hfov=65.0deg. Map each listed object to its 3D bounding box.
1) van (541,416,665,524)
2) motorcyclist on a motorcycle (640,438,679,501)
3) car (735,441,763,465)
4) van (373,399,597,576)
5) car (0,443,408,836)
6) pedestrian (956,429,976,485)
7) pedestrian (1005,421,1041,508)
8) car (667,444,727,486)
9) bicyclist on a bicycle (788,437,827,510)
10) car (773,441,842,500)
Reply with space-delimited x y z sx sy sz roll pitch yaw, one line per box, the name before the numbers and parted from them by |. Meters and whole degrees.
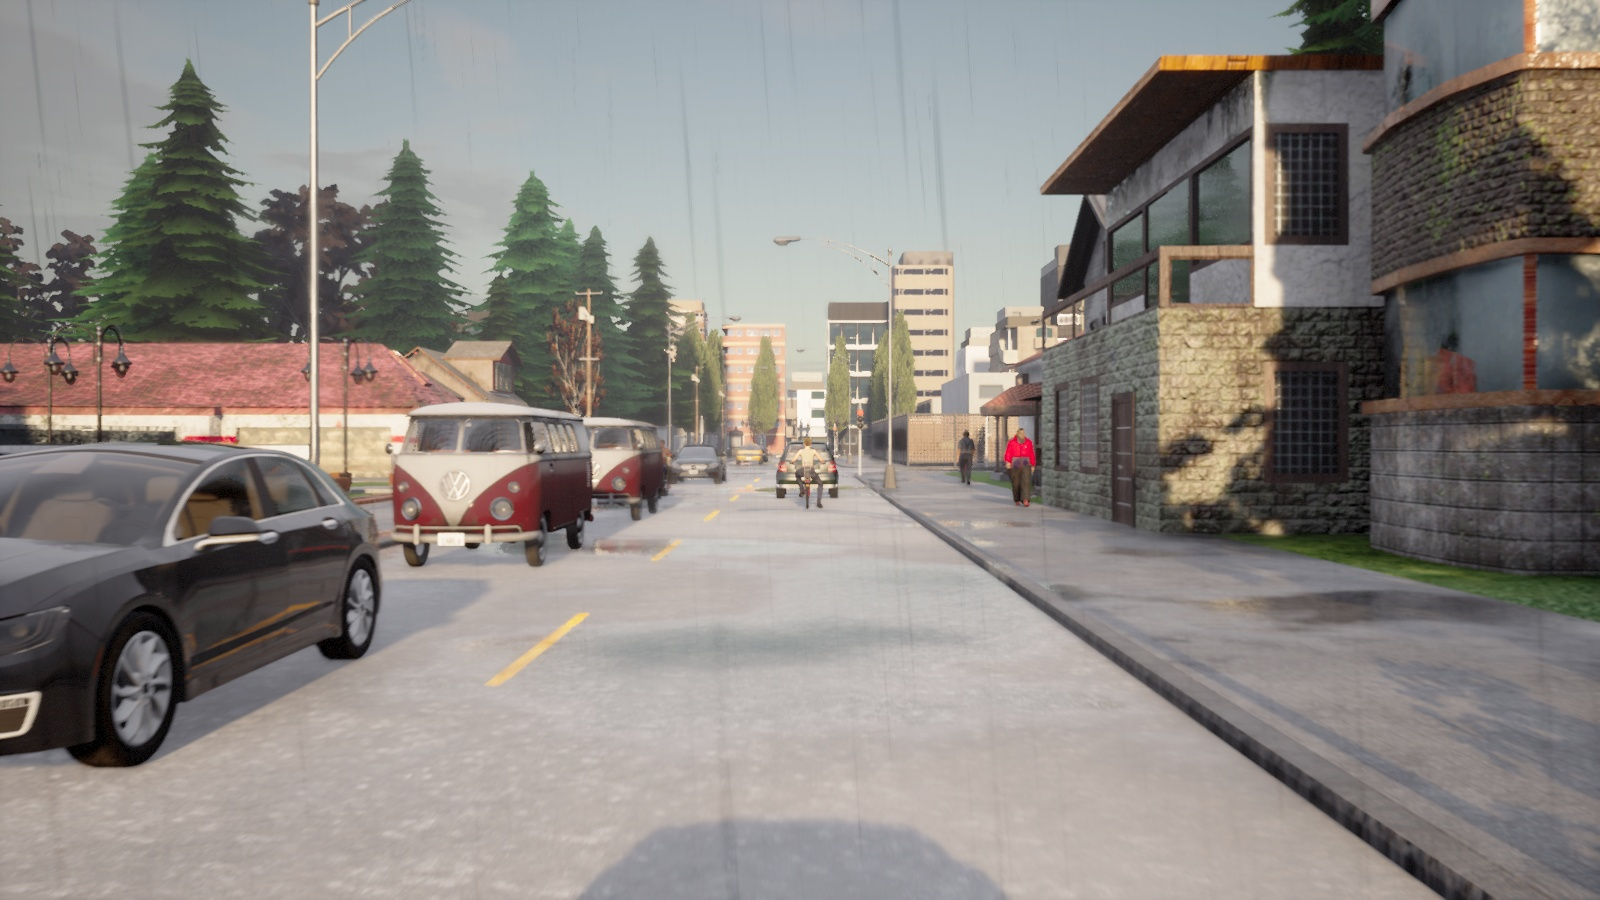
van | -3.849 0.354 25.215 1.775 1.987 4.442 0 0 0
motorcyclist on a motorcycle | -3.803 0.501 34.144 0.766 1.649 2.350 0 0 0
car | -3.522 0.186 88.076 1.801 1.575 5.366 0 0 -1
van | -3.896 0.404 16.320 1.775 1.987 4.442 0 0 0
car | -3.946 0.707 7.224 1.837 1.490 4.892 0 0 0
pedestrian | 5.450 0.228 41.197 0.540 1.848 0.694 0 0 0
pedestrian | 4.783 0.308 26.946 0.634 1.844 0.899 0 0 1
car | -3.739 0.508 46.284 1.812 1.442 4.674 0 0 0
bicyclist on a bicycle | 0.171 0.522 28.521 0.866 1.612 1.509 0 0 0
car | 0.201 0.530 34.706 1.789 1.549 3.705 0 0 0
